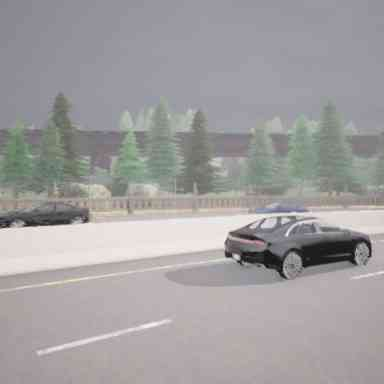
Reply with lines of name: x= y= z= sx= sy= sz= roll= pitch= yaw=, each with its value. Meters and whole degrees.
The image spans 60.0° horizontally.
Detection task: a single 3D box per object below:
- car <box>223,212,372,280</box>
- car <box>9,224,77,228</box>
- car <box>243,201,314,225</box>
car: x=3.212 y=1.429 z=9.679 sx=4.902 sy=1.511 sz=2.128 roll=0 pitch=0 yaw=-31
car: x=-8.342 y=1.330 z=19.212 sx=5.008 sy=1.535 sz=1.882 roll=0 pitch=0 yaw=-32
car: x=6.008 y=1.375 z=23.155 sx=4.674 sy=1.442 sz=1.812 roll=0 pitch=0 yaw=-24
